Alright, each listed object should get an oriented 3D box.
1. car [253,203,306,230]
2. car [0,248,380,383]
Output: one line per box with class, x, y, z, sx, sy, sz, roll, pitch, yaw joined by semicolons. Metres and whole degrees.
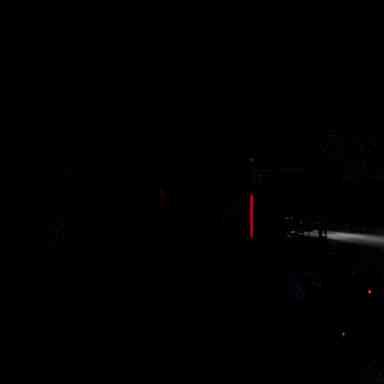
car;4.876;1.491;21.181;2.128;1.511;4.902;0;0;-35
car;0.298;1.547;4.528;5.357;1.411;2.033;0;0;-31
